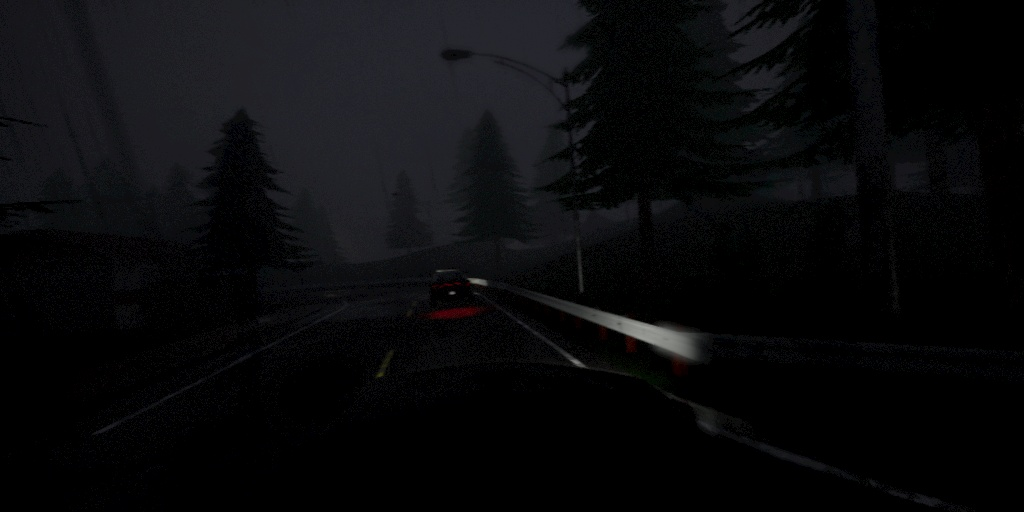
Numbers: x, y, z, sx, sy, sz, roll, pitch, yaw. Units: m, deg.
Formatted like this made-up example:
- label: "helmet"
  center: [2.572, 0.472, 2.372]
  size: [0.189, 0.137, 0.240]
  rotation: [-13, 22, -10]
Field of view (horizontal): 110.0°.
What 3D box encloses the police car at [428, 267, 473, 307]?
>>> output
- label: "police car"
  center: [-3.126, 1.425, 17.872]
  size: [1.930, 1.638, 5.238]
  rotation: [-4, 0, -12]
